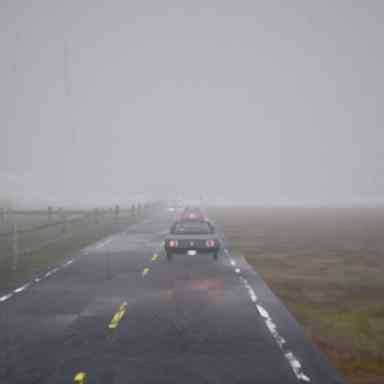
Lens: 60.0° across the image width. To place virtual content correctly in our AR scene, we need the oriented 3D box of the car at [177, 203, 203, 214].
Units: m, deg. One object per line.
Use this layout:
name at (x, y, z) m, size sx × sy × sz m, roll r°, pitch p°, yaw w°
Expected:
car at (0.022, 1.895, 28.544) m, size 1.994 × 1.385 × 4.181 m, roll 0°, pitch -1°, yaw 0°

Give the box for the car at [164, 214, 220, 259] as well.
car at (0.019, 1.754, 13.249) m, size 1.895 × 1.301 × 4.718 m, roll 0°, pitch -1°, yaw 0°

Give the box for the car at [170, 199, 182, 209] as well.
car at (-2.810, 2.072, 59.597) m, size 2.097 × 1.767 × 4.553 m, roll 0°, pitch -1°, yaw 0°
